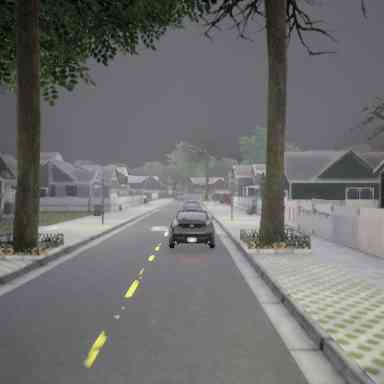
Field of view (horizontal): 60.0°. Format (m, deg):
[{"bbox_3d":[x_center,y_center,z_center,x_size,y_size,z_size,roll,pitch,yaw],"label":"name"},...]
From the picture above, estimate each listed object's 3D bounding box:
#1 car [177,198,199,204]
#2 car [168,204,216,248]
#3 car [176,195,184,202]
[{"bbox_3d":[0.000,1.555,29.651,2.033,1.411,5.357,0,0,0],"label":"car"},{"bbox_3d":[0.000,1.512,14.650,1.837,1.490,4.892,0,0,0],"label":"car"},{"bbox_3d":[-2.750,1.396,75.954,1.837,1.490,4.892,0,0,0],"label":"car"}]
